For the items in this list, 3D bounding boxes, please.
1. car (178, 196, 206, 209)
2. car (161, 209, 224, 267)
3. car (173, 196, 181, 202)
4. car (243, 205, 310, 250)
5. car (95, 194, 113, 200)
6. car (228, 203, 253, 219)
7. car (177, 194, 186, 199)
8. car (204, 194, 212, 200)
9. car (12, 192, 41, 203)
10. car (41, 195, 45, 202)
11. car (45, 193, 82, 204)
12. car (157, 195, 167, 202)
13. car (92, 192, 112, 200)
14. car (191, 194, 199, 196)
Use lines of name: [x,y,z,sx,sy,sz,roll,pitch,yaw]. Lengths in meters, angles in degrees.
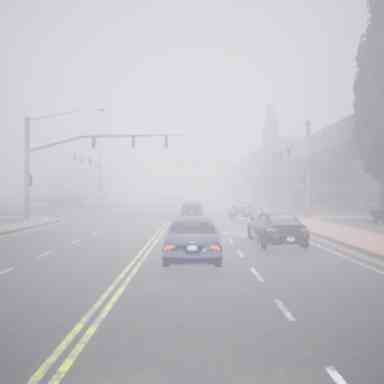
car: [-0.012,1.432,29.707,1.882,1.535,5.008,0,0,0]
car: [0.022,1.530,11.330,2.033,1.411,5.357,0,0,0]
car: [-3.197,1.482,73.884,1.895,1.301,4.718,0,0,2]
car: [3.552,1.504,14.167,1.812,1.442,4.674,0,0,1]
car: [-21.405,1.270,81.058,3.806,1.475,1.970,0,0,0]
car: [4.350,1.558,27.763,1.895,1.301,4.718,0,0,17]
car: [-2.782,1.182,89.536,1.994,1.385,4.181,0,0,2]
car: [4.127,1.417,85.983,1.994,1.385,4.181,0,0,2]
car: [-38.938,1.031,78.158,4.605,1.855,1.932,0,0,0]
car: [-38.872,1.237,81.054,3.905,1.438,1.784,0,0,0]
car: [-21.456,1.067,55.645,4.605,1.855,1.932,0,0,0]
car: [-6.695,1.411,73.996,2.128,1.511,4.902,0,0,2]
car: [-21.418,1.035,78.163,3.866,1.878,1.905,0,0,0]
car: [0.620,1.390,85.765,1.812,1.442,4.674,0,0,2]
